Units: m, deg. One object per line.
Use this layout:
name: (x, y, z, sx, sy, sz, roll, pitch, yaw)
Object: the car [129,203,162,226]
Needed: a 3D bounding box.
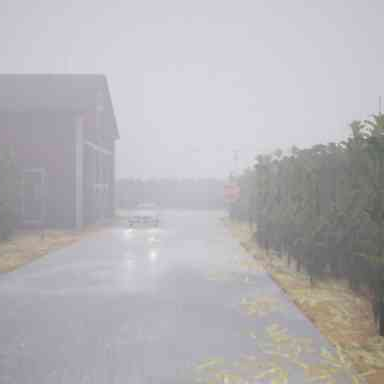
car: (-3.096, 1.494, 22.854, 1.812, 1.442, 4.674, 0, 0, 0)
